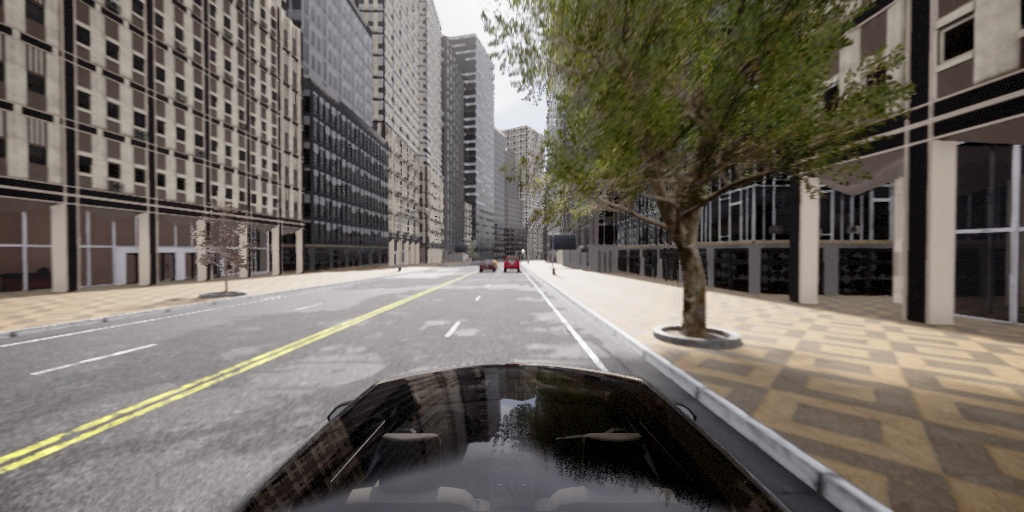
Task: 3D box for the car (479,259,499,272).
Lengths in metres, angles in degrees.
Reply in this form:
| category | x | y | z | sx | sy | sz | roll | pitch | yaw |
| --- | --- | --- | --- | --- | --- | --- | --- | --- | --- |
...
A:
| category | x | y | z | sx | sy | sz | roll | pitch | yaw |
| --- | --- | --- | --- | --- | --- | --- | --- | --- | --- |
| car | -3.254 | 1.224 | 48.465 | 2.097 | 1.767 | 4.553 | 0 | 0 | 0 |

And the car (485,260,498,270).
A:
| category | x | y | z | sx | sy | sz | roll | pitch | yaw |
| --- | --- | --- | --- | --- | --- | --- | --- | --- | --- |
| car | -3.255 | 1.376 | 58.642 | 1.882 | 1.535 | 5.008 | 0 | 0 | 0 |

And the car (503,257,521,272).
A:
| category | x | y | z | sx | sy | sz | roll | pitch | yaw |
| --- | --- | --- | --- | --- | --- | --- | --- | --- | --- |
| car | -0.004 | 1.092 | 48.100 | 2.150 | 2.045 | 5.566 | 0 | 0 | 0 |
